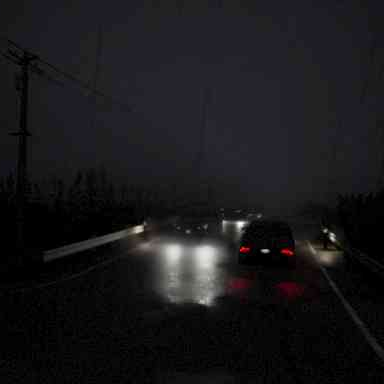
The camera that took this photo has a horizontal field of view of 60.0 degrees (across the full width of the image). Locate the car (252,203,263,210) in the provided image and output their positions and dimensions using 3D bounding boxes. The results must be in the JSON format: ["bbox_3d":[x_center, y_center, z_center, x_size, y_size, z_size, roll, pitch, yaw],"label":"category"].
[{"bbox_3d":[8.418,2.246,44.447,1.837,1.490,4.892,1,-4,18],"label":"car"}]

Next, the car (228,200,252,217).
[{"bbox_3d":[3.793,1.489,29.432,1.882,1.535,5.008,1,-1,17],"label":"car"}]

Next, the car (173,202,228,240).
[{"bbox_3d":[0.449,1.509,17.478,1.837,1.490,4.892,1,1,15],"label":"car"}]

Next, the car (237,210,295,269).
[{"bbox_3d":[2.751,1.719,12.127,2.033,1.411,5.357,1,1,14],"label":"car"}]
